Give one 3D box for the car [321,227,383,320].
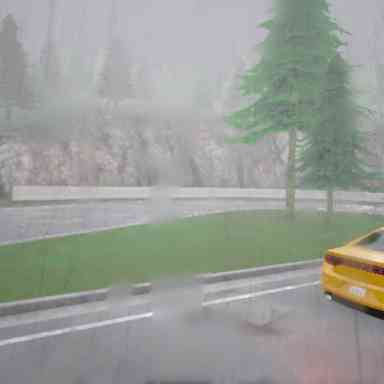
[{"bbox_3d":[4.656,1.371,6.332,5.008,1.535,1.882,0,2,-31],"label":"car"}]
